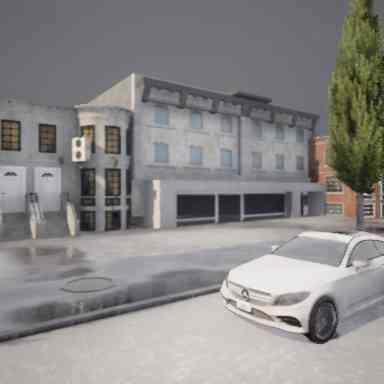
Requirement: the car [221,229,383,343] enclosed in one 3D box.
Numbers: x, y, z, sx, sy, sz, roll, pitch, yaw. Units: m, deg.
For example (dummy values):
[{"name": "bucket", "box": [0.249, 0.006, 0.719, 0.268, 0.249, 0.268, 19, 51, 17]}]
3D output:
[{"name": "car", "box": [2.703, 1.502, 6.523, 4.674, 1.442, 1.812, 0, 0, -35]}]
